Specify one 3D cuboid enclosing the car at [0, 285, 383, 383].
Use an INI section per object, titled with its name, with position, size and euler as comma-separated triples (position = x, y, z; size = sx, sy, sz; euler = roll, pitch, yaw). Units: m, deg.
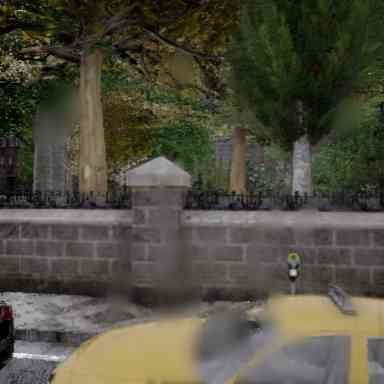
[car]
position = 1.048, 1.568, 2.984
size = 4.829, 1.417, 1.752
euler = 0, -1, 7
